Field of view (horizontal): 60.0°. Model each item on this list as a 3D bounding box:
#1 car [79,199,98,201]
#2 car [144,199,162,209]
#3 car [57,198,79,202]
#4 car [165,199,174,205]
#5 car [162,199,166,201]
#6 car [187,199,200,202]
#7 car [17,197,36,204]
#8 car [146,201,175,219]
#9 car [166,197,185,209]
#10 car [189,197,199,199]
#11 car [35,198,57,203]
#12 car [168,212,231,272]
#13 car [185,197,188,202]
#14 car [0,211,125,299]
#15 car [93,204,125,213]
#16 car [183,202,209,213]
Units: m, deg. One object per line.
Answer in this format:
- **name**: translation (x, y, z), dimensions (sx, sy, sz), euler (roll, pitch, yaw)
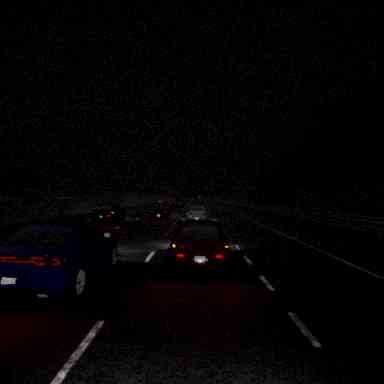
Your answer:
- **car**: translation (-16.781, 1.834, 56.219), dimensions (2.033, 1.411, 5.357), euler (1, -1, 1)
- **car**: translation (-6.305, 2.008, 52.596), dimensions (1.812, 1.442, 4.674), euler (1, -1, 1)
- **car**: translation (-20.276, 1.751, 56.235), dimensions (2.033, 1.411, 5.357), euler (1, -1, 1)
- **car**: translation (-5.928, 2.547, 87.592), dimensions (1.994, 1.385, 4.181), euler (1, -1, 1)
- **car**: translation (-6.101, 2.295, 71.510), dimensions (2.128, 1.511, 4.902), euler (1, -1, 1)
- **car**: translation (0.622, 2.102, 46.219), dimensions (2.033, 1.411, 5.357), euler (1, -1, 1)
- **car**: translation (-27.284, 1.531, 55.656), dimensions (2.128, 1.511, 4.902), euler (1, -1, 1)
- **car**: translation (-3.022, 1.884, 32.782), dimensions (1.895, 1.301, 4.718), euler (1, -1, 1)
- **car**: translation (-2.765, 1.972, 56.099), dimensions (2.097, 1.767, 4.553), euler (1, -1, 1)
- **car**: translation (0.896, 2.463, 71.420), dimensions (2.128, 1.511, 4.902), euler (1, -1, 1)
- **car**: translation (-23.772, 1.671, 56.227), dimensions (2.033, 1.411, 5.357), euler (1, -1, 1)
- **car**: translation (0.243, 1.641, 11.145), dimensions (1.812, 1.442, 4.674), euler (1, -1, 1)
- **car**: translation (-2.595, 2.079, 71.516), dimensions (2.150, 2.045, 5.566), euler (1, -1, 1)
- **car**: translation (-3.284, 1.482, 8.499), dimensions (1.882, 1.535, 5.008), euler (1, -1, 1)
- **car**: translation (-6.588, 1.646, 26.513), dimensions (1.812, 1.442, 4.674), euler (1, -1, 1)
- **car**: translation (0.420, 1.825, 27.334), dimensions (1.812, 1.442, 4.674), euler (1, -1, 1)
